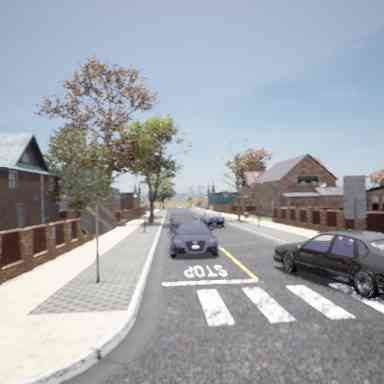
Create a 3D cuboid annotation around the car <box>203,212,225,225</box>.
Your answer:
[{"bbox_3d":[1.805,2.553,31.244,1.895,1.301,4.718,-1,-2,-4],"label":"car"}]

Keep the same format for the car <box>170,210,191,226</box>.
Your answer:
[{"bbox_3d":[-1.323,2.710,35.570,2.033,1.411,5.357,-1,-2,-4],"label":"car"}]

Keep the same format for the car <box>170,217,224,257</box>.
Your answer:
[{"bbox_3d":[0.020,2.091,15.384,1.994,1.385,4.181,-1,-2,-4],"label":"car"}]

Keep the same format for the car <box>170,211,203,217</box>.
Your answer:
[{"bbox_3d":[-0.577,2.286,24.297,1.882,1.535,5.008,-1,-2,-4],"label":"car"}]

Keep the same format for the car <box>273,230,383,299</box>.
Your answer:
[{"bbox_3d":[4.363,1.771,9.142,2.033,1.411,5.357,-1,-2,-18],"label":"car"}]
